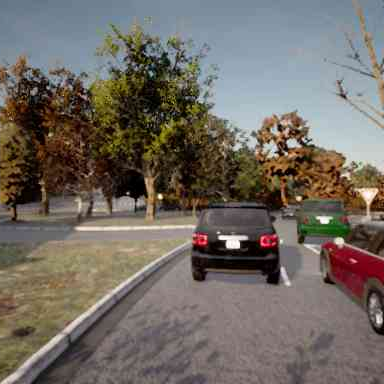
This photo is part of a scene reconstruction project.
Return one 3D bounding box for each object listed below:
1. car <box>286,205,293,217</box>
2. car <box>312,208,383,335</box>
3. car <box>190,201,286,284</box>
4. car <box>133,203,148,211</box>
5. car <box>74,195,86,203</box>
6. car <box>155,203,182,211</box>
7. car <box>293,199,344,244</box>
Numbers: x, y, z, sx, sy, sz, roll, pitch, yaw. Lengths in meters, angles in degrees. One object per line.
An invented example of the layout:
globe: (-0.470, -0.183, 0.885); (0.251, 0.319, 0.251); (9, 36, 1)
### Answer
car: (10.468, 2.105, 35.522); (2.128, 1.511, 4.902); (0, -2, 13)
car: (4.138, 1.377, 6.787); (2.097, 1.767, 4.553); (0, 0, 7)
car: (1.358, 1.278, 9.989); (2.150, 2.045, 5.566); (0, -1, 10)
car: (-8.093, 2.816, 61.647); (5.357, 1.411, 2.033); (0, -2, 2)
car: (-30.071, 2.026, 88.182); (1.946, 1.575, 5.366); (0, 2, -10)
car: (-3.418, 2.682, 57.826); (4.892, 1.490, 1.837); (-1, -2, 26)
car: (6.312, 1.363, 16.473); (2.150, 2.045, 5.566); (0, -1, 17)
